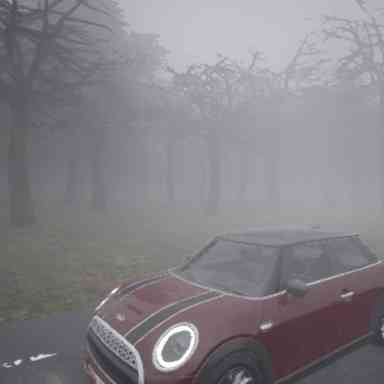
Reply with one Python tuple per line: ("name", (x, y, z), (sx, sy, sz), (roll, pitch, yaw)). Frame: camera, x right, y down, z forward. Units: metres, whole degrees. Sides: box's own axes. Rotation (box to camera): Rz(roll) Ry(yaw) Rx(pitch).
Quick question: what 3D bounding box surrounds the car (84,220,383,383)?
("car", (0.922, 1.351, 4.654), (4.553, 1.767, 2.097), (0, 0, -36))
